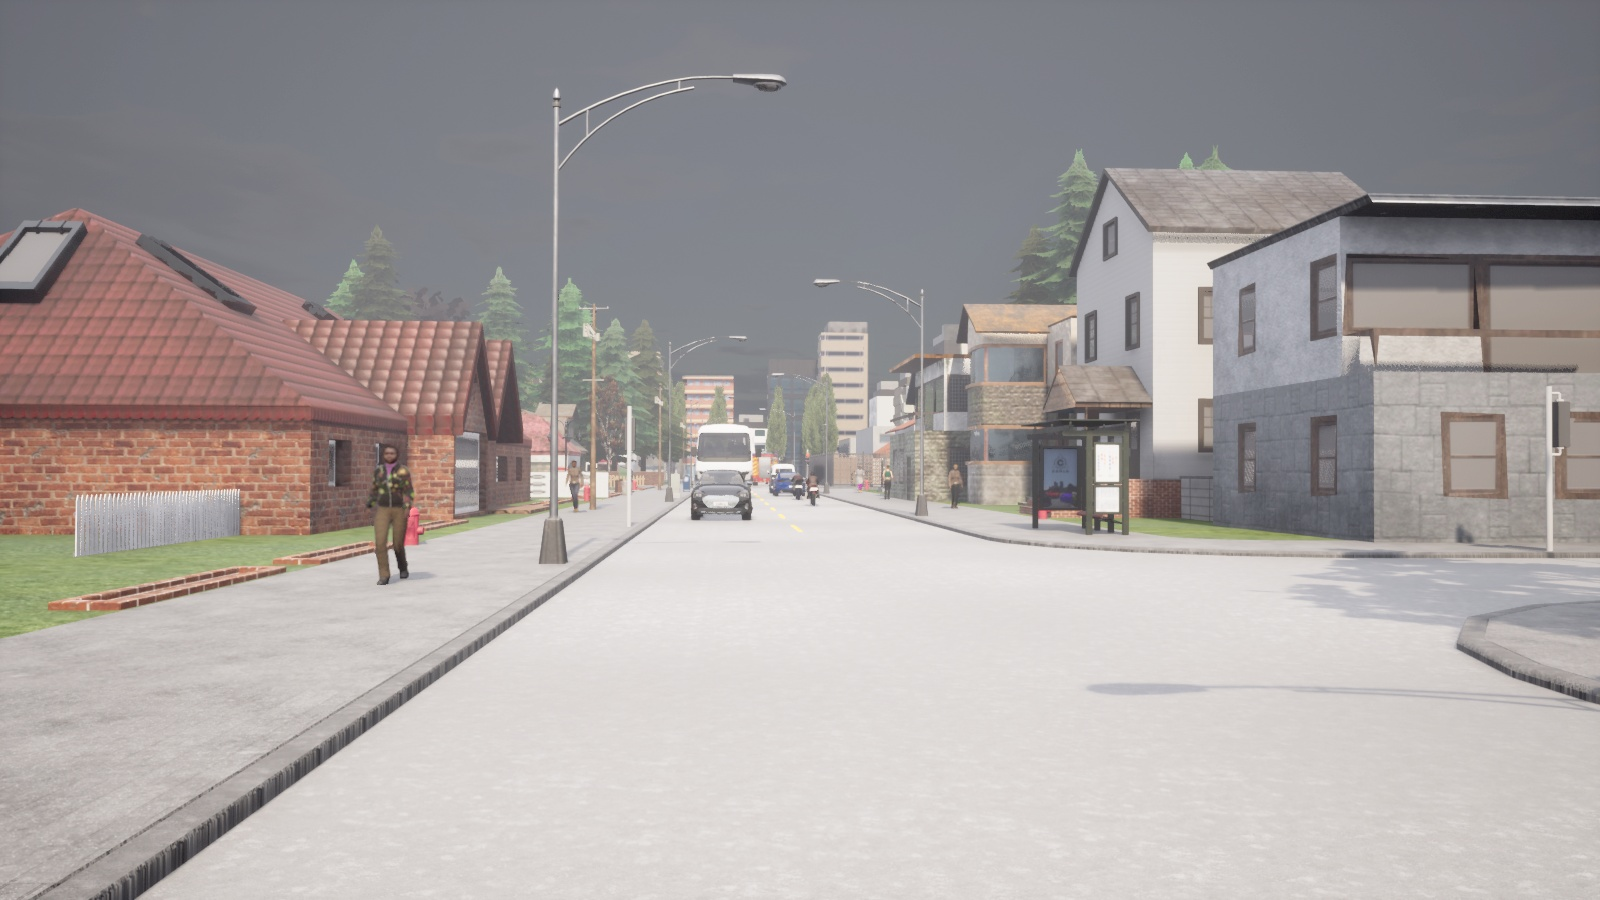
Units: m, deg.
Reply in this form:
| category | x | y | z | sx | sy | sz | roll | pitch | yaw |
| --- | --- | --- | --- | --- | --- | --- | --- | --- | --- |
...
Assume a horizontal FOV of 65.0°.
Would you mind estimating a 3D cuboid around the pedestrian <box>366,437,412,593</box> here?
| category | x | y | z | sx | sy | sz | roll | pitch | yaw |
| --- | --- | --- | --- | --- | --- | --- | --- | --- | --- |
| pedestrian | -5.190 | 0.804 | 15.887 | 0.395 | 1.930 | 0.692 | 0 | -1 | -4 |

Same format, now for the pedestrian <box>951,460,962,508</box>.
| category | x | y | z | sx | sy | sz | roll | pitch | yaw |
| --- | --- | --- | --- | --- | --- | --- | --- | --- | --- |
| pedestrian | 6.070 | 1.318 | 48.835 | 0.331 | 1.846 | 0.634 | 0 | -1 | -1 |

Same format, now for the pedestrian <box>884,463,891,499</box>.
| category | x | y | z | sx | sy | sz | roll | pitch | yaw |
| --- | --- | --- | --- | --- | --- | --- | --- | --- | --- |
| pedestrian | 4.550 | 1.595 | 65.001 | 0.345 | 1.836 | 0.594 | 0 | -1 | 3 |

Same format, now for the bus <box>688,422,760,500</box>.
| category | x | y | z | sx | sy | sz | roll | pitch | yaw |
| --- | --- | --- | --- | --- | --- | --- | --- | --- | --- |
| bus | -4.454 | 0.697 | 74.128 | 3.944 | 4.253 | 10.273 | 0 | -1 | -3 |

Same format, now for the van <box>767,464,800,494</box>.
| category | x | y | z | sx | sy | sz | roll | pitch | yaw |
| --- | --- | --- | --- | --- | --- | --- | --- | --- | --- |
| van | -1.204 | 2.010 | 87.578 | 2.069 | 2.038 | 4.480 | 0 | -1 | -4 |

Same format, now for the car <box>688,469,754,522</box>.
| category | x | y | z | sx | sy | sz | roll | pitch | yaw |
| --- | --- | --- | --- | --- | --- | --- | --- | --- | --- |
| car | -2.542 | 1.444 | 41.159 | 2.033 | 1.649 | 4.856 | 0 | -1 | -3 |

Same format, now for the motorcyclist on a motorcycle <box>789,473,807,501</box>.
| category | x | y | z | sx | sy | sz | roll | pitch | yaw |
| --- | --- | --- | --- | --- | --- | --- | --- | --- | --- |
| motorcyclist on a motorcycle | -0.115 | 1.997 | 68.490 | 0.866 | 1.530 | 2.191 | 0 | -1 | -3 |

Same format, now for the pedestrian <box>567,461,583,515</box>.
| category | x | y | z | sx | sy | sz | roll | pitch | yaw |
| --- | --- | --- | --- | --- | --- | --- | --- | --- | --- |
| pedestrian | -7.615 | 1.267 | 42.531 | 0.328 | 1.805 | 0.869 | 0 | -1 | 3 |

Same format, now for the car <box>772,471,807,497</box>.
| category | x | y | z | sx | sy | sz | roll | pitch | yaw |
| --- | --- | --- | --- | --- | --- | --- | --- | --- | --- |
| car | -0.682 | 2.108 | 78.384 | 1.882 | 1.535 | 5.008 | 0 | -1 | -4 |

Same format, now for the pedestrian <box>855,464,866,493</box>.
| category | x | y | z | sx | sy | sz | roll | pitch | yaw |
| --- | --- | --- | --- | --- | --- | --- | --- | --- | --- |
| pedestrian | 4.053 | 1.921 | 84.368 | 0.659 | 1.952 | 0.873 | 0 | -1 | -4 |

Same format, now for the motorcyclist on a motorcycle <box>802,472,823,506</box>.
| category | x | y | z | sx | sy | sz | roll | pitch | yaw |
| --- | --- | --- | --- | --- | --- | --- | --- | --- | --- |
| motorcyclist on a motorcycle | 0.571 | 1.741 | 56.529 | 0.797 | 1.523 | 2.044 | 0 | -1 | -3 |
